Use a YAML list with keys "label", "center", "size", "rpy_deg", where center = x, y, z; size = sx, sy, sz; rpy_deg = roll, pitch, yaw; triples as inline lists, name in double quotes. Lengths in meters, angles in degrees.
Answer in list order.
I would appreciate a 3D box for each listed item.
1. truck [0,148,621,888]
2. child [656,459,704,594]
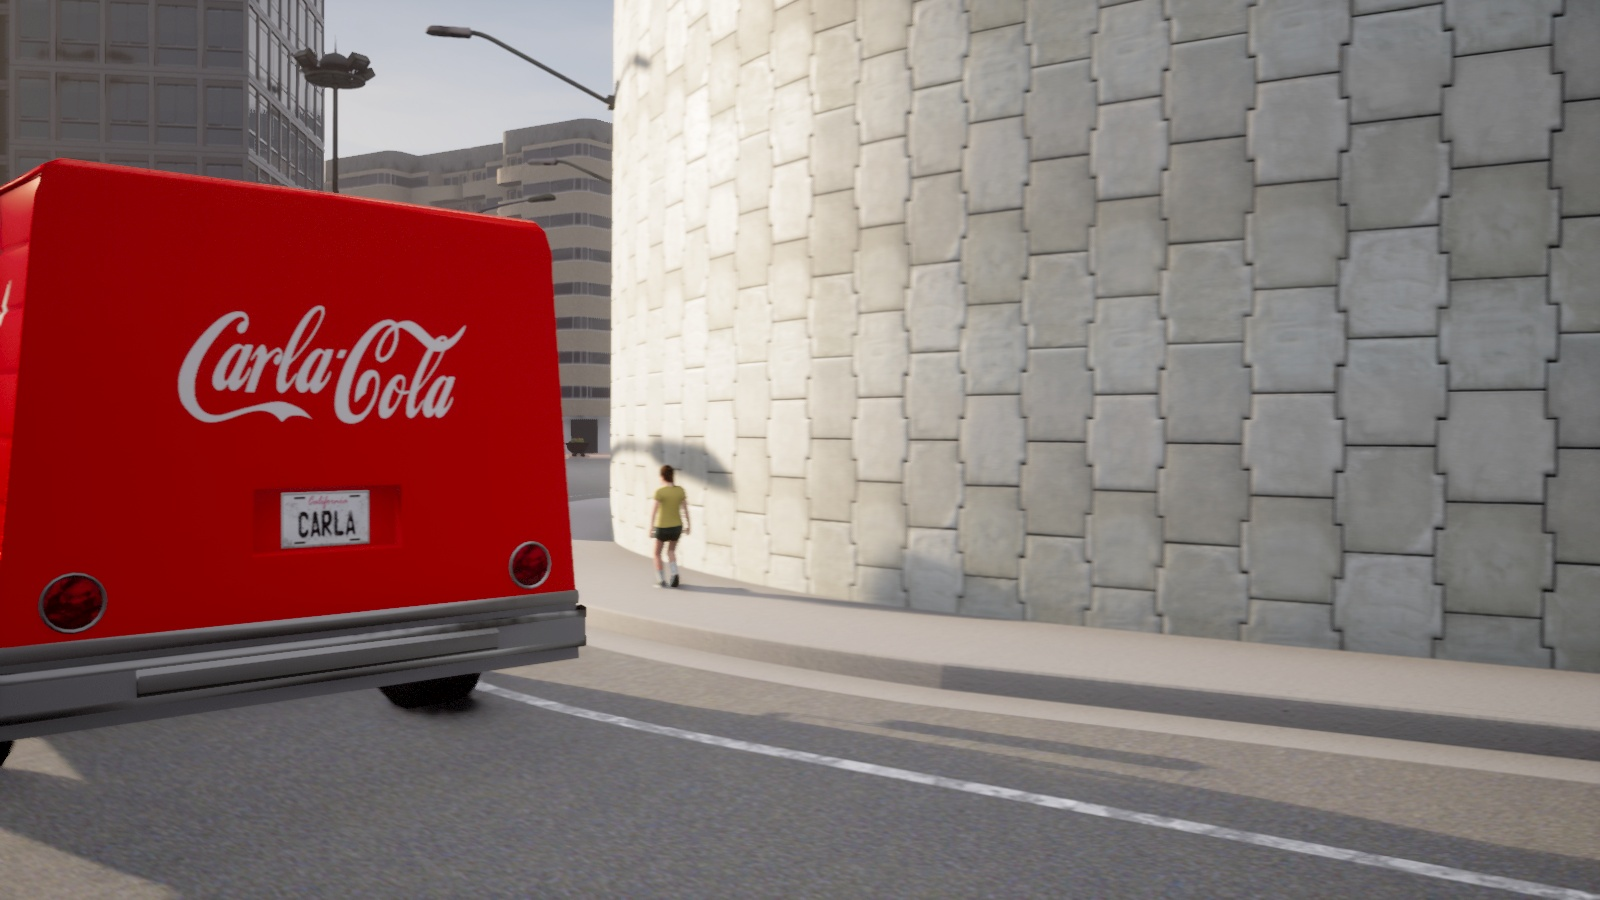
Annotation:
- label: "truck"
  center: [-3.588, 0.185, 6.887]
  size: [2.627, 2.467, 5.204]
  rpy_deg: [-2, 2, -43]
- label: "child"
  center: [-1.015, 0.633, 10.611]
  size: [0.255, 1.110, 0.394]
  rpy_deg: [-1, 1, -29]
